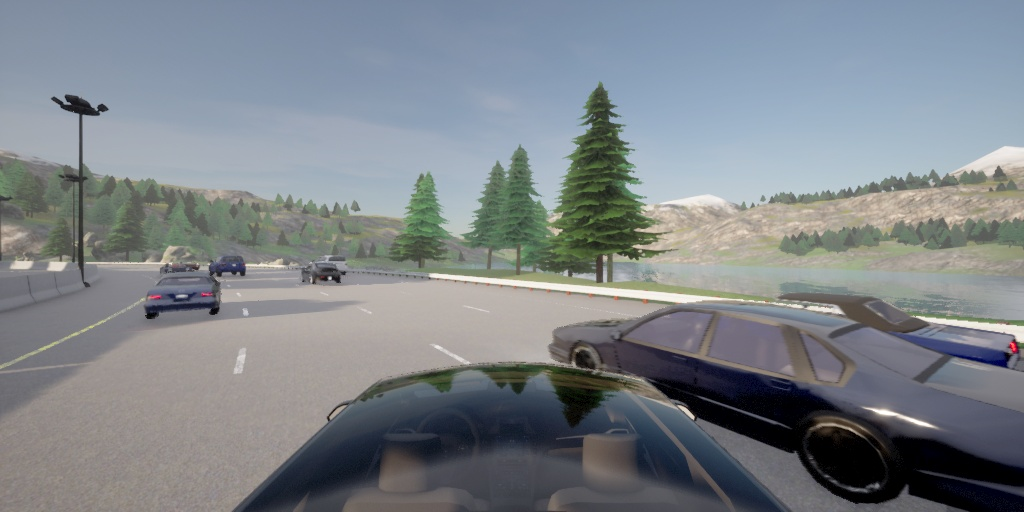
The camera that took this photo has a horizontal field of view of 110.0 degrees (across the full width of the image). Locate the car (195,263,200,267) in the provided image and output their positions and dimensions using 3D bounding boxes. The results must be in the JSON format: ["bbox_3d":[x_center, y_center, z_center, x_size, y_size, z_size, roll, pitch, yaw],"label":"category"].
[{"bbox_3d":[-43.095,1.347,47.313,4.718,1.301,1.895,0,0,34],"label":"car"}]

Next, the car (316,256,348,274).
[{"bbox_3d":[-18.521,0.970,36.109,5.566,2.045,2.150,0,0,43],"label":"car"}]

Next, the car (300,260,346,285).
[{"bbox_3d":[-14.234,1.253,26.605,1.837,1.490,4.892,0,0,-42],"label":"car"}]

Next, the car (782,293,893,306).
[{"bbox_3d":[5.457,1.350,6.770,1.895,1.301,4.718,0,0,-33],"label":"car"}]

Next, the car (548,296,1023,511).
[{"bbox_3d":[2.749,1.297,4.542,2.033,1.411,5.357,0,0,-33],"label":"car"}]

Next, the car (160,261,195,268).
[{"bbox_3d":[-32.907,1.348,35.012,4.718,1.301,1.895,0,0,40],"label":"car"}]

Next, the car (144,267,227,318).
[{"bbox_3d":[-11.829,1.296,13.093,2.033,1.411,5.357,0,0,-39],"label":"car"}]

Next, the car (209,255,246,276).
[{"bbox_3d":[-28.444,0.968,35.801,5.566,2.045,2.150,0,0,41],"label":"car"}]
